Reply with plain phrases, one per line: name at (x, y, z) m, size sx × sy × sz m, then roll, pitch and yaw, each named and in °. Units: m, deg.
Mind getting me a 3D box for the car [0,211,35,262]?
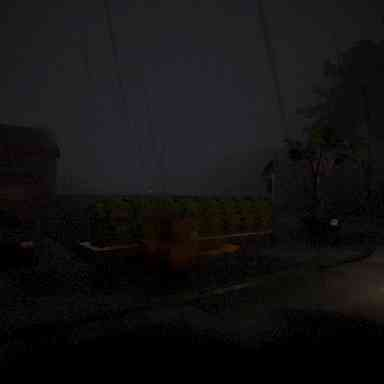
car at (-6.443, 1.356, 10.801) m, size 2.033 × 1.415 × 5.357 m, roll 0°, pitch 0°, yaw -33°
